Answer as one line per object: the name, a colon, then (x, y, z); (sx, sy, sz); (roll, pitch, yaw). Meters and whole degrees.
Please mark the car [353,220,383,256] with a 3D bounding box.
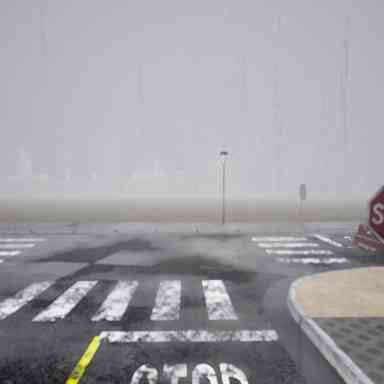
car: (8.350, 1.419, 11.905); (4.553, 1.767, 2.097); (0, 4, -7)
